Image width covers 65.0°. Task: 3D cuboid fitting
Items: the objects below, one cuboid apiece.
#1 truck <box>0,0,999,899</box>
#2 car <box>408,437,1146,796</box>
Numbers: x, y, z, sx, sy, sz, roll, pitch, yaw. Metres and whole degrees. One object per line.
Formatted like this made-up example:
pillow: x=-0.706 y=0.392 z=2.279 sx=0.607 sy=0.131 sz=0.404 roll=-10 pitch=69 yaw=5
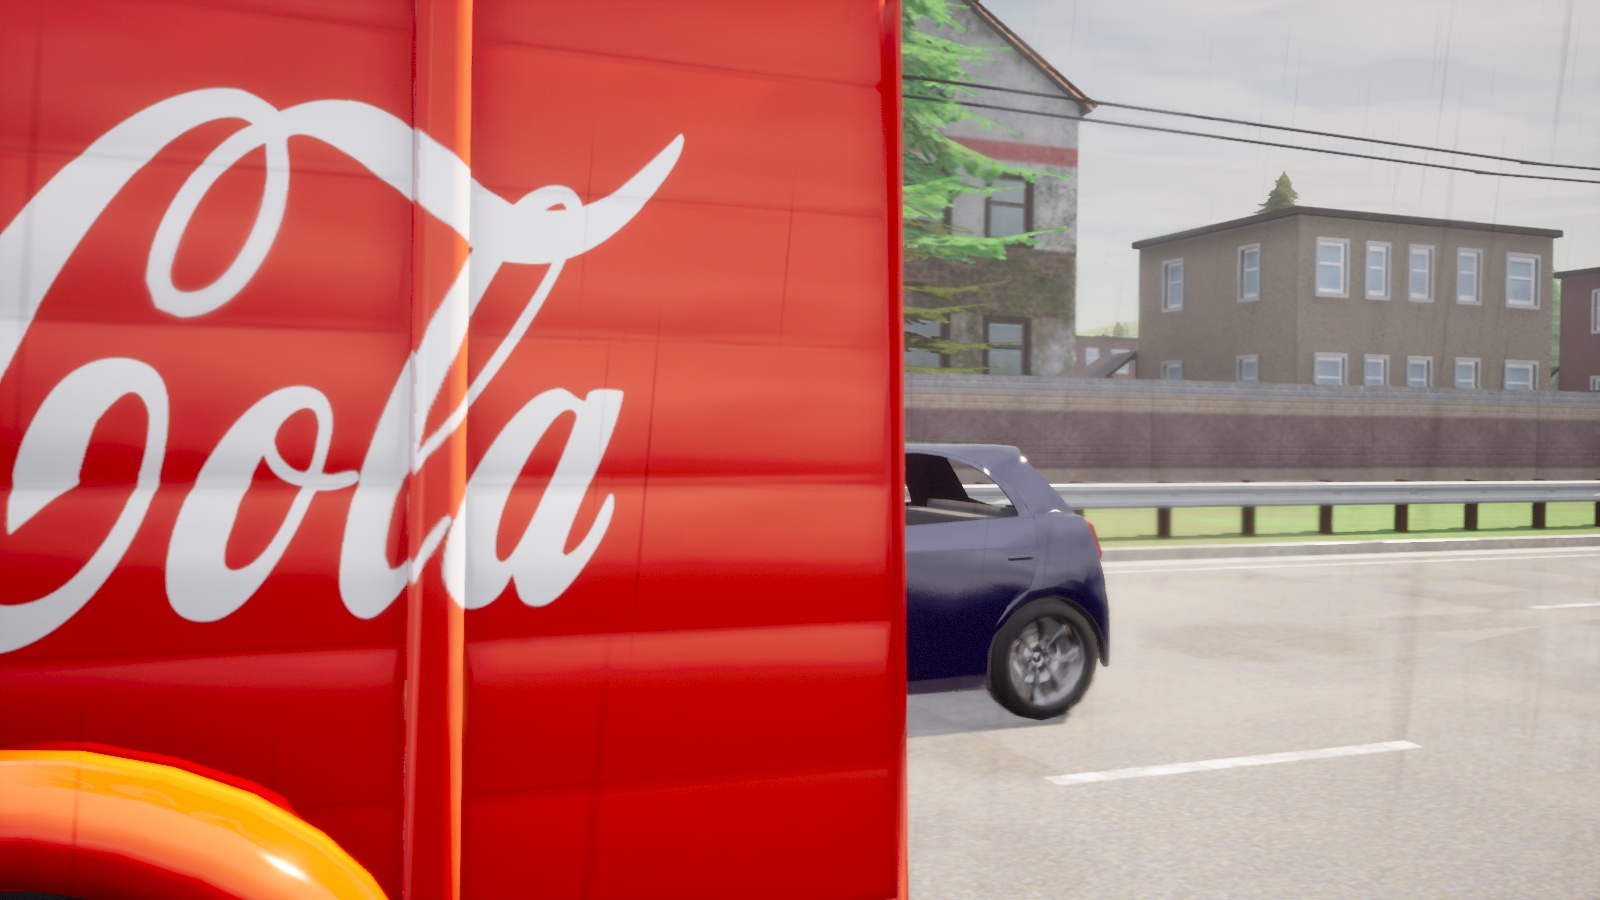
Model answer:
truck: x=-2.595 y=0.303 z=2.245 sx=5.204 sy=2.467 sz=2.627 roll=-1 pitch=1 yaw=-21
car: x=-0.186 y=0.701 z=6.912 sx=3.633 sy=1.501 sz=1.845 roll=-1 pitch=1 yaw=-21
